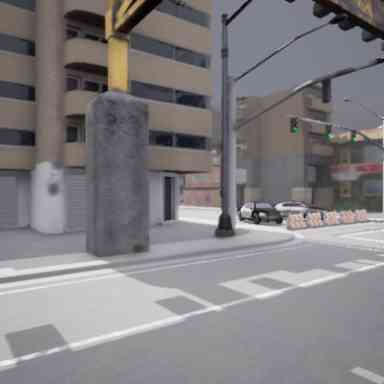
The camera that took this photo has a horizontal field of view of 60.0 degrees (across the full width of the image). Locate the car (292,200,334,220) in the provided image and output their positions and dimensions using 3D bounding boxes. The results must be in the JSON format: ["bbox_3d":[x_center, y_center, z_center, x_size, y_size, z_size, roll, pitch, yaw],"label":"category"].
[{"bbox_3d":[8.493,1.415,26.221,4.974,1.542,2.038,0,0,34],"label":"car"}]

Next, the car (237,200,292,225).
[{"bbox_3d":[4.918,1.423,24.071,2.038,1.542,4.974,0,0,-11],"label":"car"}]

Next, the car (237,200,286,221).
[{"bbox_3d":[4.908,1.265,24.122,1.853,1.218,4.536,0,0,-11],"label":"car"}]

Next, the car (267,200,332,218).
[{"bbox_3d":[8.450,1.258,26.250,4.536,1.218,1.853,0,0,34],"label":"car"}]
